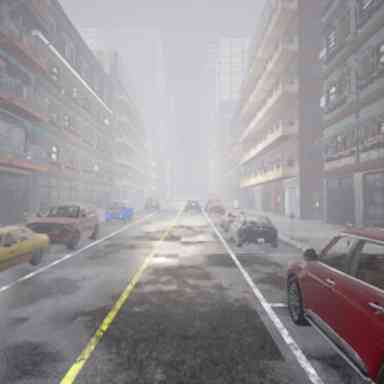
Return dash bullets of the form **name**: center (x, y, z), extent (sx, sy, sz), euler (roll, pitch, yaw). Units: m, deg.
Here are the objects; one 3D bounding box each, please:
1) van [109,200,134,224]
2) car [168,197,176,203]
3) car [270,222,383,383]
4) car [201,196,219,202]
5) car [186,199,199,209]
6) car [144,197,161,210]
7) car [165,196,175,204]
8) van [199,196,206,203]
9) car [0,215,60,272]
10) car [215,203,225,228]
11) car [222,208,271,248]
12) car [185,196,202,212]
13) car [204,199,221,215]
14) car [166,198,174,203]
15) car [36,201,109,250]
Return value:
- **van**: center (-5.671, 1.535, 26.226), extent (1.690, 1.788, 3.998), euler (1, 0, 0)
- **car**: center (-5.640, 2.233, 92.707), extent (1.947, 1.339, 4.313), euler (1, 0, 0)
- **car**: center (2.709, 1.347, 4.117), extent (2.192, 1.841, 5.009), euler (1, 0, 0)
- **car**: center (2.711, 1.630, 42.900), extent (2.192, 1.841, 5.009), euler (1, 0, 0)
- **car**: center (0.098, 1.862, 52.667), extent (1.882, 1.535, 5.008), euler (0, 0, 0)
- **car**: center (-5.670, 1.669, 48.388), extent (2.192, 1.841, 5.009), euler (1, 0, 0)
- **car**: center (-5.640, 2.140, 81.627), extent (2.008, 1.369, 4.403), euler (1, 0, 0)
- **van**: center (2.712, 1.970, 87.221), extent (1.690, 1.788, 3.998), euler (1, 0, 0)
- **car**: center (-5.676, 1.596, 9.434), extent (1.752, 1.417, 4.829), euler (1, 0, 0)
- **car**: center (2.706, 1.681, 20.906), extent (1.752, 1.417, 4.829), euler (1, 0, 0)
- **car**: center (2.705, 1.664, 15.196), extent (2.008, 1.369, 4.403), euler (1, 0, 0)
- **car**: center (0.105, 1.679, 44.195), extent (2.097, 1.767, 4.553), euler (0, 0, -1)
- **car**: center (2.706, 1.820, 37.357), extent (1.887, 1.381, 4.507), euler (1, 0, 0)
- **car**: center (-5.640, 2.211, 87.167), extent (1.802, 1.307, 4.206), euler (1, 0, 0)
- **car**: center (-5.671, 1.428, 15.146), extent (2.192, 1.841, 5.009), euler (1, 0, 0)
